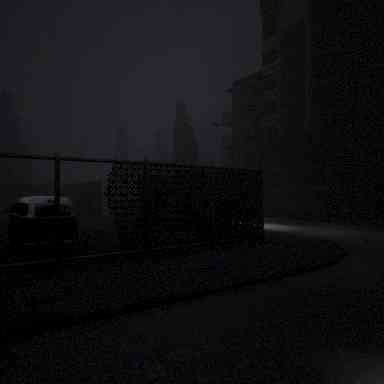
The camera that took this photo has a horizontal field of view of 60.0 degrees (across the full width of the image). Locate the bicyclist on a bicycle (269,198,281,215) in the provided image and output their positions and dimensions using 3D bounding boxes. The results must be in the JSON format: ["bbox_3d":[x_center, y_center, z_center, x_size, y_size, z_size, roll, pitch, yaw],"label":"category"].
[{"bbox_3d":[7.941,1.358,31.769,1.656,1.620,0.582,0,0,-36],"label":"bicyclist on a bicycle"}]
